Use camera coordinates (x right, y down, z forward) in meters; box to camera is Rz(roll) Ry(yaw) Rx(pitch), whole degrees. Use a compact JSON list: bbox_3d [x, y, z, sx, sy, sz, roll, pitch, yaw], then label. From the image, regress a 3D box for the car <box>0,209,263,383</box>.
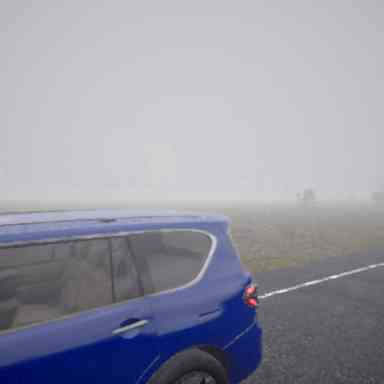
[{"bbox_3d":[-1.872,1.222,2.658,5.566,2.045,2.150,0,0,-35],"label":"car"}]
